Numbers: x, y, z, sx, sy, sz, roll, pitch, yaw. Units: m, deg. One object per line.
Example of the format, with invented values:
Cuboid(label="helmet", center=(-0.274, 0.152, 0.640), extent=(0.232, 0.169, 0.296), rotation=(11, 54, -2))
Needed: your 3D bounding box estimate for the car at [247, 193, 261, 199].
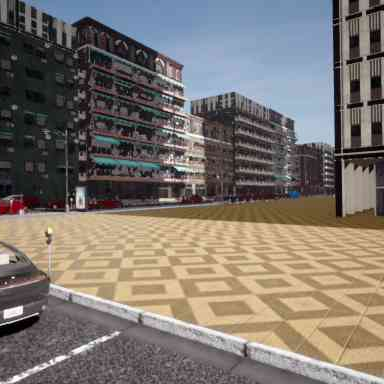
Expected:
Cuboid(label="car", center=(16.152, 1.040, 86.550), extent=(1.947, 1.339, 4.313), rotation=(-1, 0, 36))

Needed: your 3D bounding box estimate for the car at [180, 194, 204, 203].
Cuboid(label="car", center=(0.060, 1.180, 59.902), extent=(1.812, 1.442, 4.674), rotation=(-1, 0, 36))

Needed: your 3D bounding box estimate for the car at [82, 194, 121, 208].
Cuboid(label="car", center=(-11.851, 1.154, 43.708), extent=(2.097, 1.767, 4.553), rotation=(-1, 0, 36))

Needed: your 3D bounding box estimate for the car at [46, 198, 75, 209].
Cuboid(label="car", center=(-16.388, 1.415, 41.868), extent=(1.887, 1.381, 4.507), rotation=(-1, 0, 36))

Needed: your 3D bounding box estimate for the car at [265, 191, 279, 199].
Cuboid(label="car", center=(16.414, 0.740, 72.679), extent=(2.192, 1.841, 5.009), rotation=(-1, 0, 36))

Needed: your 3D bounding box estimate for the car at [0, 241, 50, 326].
Cuboid(label="car", center=(-4.419, 1.553, 6.221), extent=(4.403, 1.369, 2.008), rotation=(0, -1, 36))

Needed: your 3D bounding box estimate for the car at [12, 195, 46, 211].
Cuboid(label="car", center=(-19.644, 1.228, 37.399), extent=(2.192, 1.841, 5.009), rotation=(-1, 0, 36))

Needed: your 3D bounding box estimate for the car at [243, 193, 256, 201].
Cuboid(label="car", center=(9.909, 1.048, 63.742), extent=(1.887, 1.381, 4.507), rotation=(-1, 0, 36))

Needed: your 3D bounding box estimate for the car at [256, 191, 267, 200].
Cuboid(label="car", center=(13.163, 1.046, 68.210), extent=(1.802, 1.307, 4.206), rotation=(-1, 0, 36))

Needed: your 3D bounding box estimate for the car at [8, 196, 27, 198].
Cuboid(label="car", center=(-19.487, 1.425, 33.222), extent=(1.812, 1.442, 4.674), rotation=(-1, 0, 36))

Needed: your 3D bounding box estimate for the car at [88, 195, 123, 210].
Cuboid(label="car", center=(-9.616, 1.186, 36.933), extent=(1.967, 1.590, 4.097), rotation=(-1, 0, 36))

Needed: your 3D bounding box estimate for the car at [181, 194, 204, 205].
Cuboid(label="car", center=(0.146, 1.062, 50.338), extent=(1.967, 1.590, 4.097), rotation=(-1, 0, 36))

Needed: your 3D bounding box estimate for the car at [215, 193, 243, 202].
Cuboid(label="car", center=(6.655, 1.093, 59.274), extent=(2.008, 1.369, 4.403), rotation=(-1, 0, 36))

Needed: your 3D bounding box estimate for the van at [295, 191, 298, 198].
Cuboid(label="van", center=(26.176, 0.654, 86.084), extent=(1.690, 1.788, 3.998), rotation=(-1, 0, 36))

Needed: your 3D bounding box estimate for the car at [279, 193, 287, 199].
Cuboid(label="car", center=(19.670, 0.938, 77.147), extent=(2.008, 1.369, 4.403), rotation=(-1, 0, 36))

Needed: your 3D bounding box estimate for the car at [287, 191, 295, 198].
Cuboid(label="car", center=(22.925, 0.931, 81.616), extent=(1.802, 1.307, 4.206), rotation=(-1, 0, 36))

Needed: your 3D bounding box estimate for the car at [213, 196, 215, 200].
Cuboid(label="car", center=(6.388, 1.028, 73.144), extent=(1.967, 1.590, 4.097), rotation=(-1, 0, 36))

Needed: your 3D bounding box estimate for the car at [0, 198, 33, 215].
Cuboid(label="car", center=(-16.122, 1.413, 27.996), extent=(1.802, 1.307, 4.206), rotation=(-1, 0, 36))
